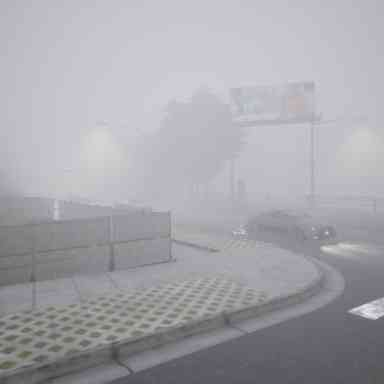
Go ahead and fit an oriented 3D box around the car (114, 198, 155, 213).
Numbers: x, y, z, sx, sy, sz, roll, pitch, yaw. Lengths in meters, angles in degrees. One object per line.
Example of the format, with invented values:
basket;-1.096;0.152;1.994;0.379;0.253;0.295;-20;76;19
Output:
car;-5.187;1.209;29.339;2.033;1.411;5.357;-1;1;-33

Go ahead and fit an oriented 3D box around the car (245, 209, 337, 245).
car;4.431;1.479;15.415;1.994;1.385;4.181;-1;1;-36

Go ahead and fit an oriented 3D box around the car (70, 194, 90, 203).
car;-15.489;0.919;45.835;1.895;1.301;4.718;-1;1;-31
